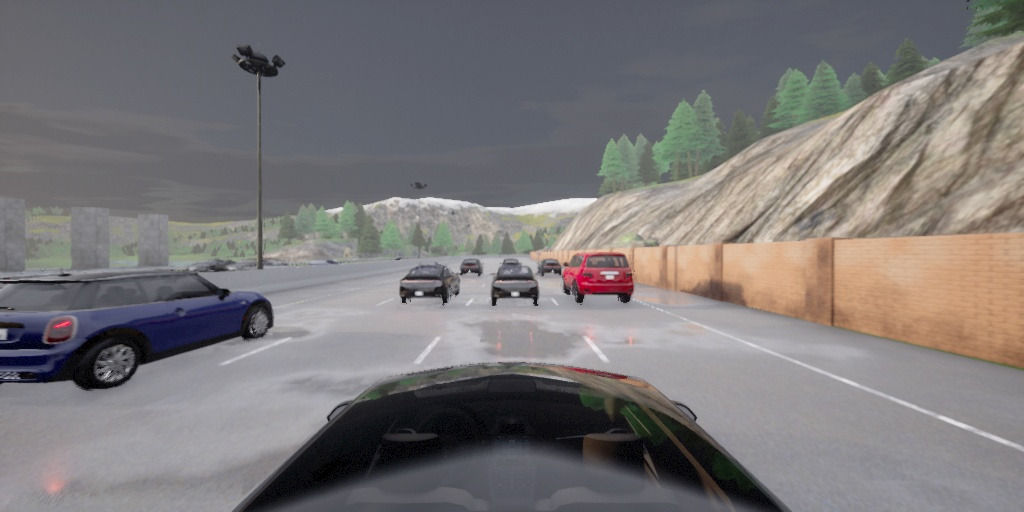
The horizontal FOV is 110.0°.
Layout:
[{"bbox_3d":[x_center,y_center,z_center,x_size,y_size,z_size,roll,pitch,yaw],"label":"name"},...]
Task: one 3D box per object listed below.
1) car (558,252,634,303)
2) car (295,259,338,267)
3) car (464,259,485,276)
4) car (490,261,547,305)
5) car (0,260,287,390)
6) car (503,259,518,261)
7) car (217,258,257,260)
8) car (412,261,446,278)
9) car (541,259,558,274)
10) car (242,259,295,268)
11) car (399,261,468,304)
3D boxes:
[{"bbox_3d":[3.610,0.859,15.928,2.150,2.045,5.566,0,0,0],"label":"car"},{"bbox_3d":[-17.840,1.020,33.641,1.812,1.442,4.674,0,0,-1],"label":"car"},{"bbox_3d":[-3.627,1.010,32.677,1.837,1.490,4.892,0,0,-1],"label":"car"},{"bbox_3d":[0.108,1.134,15.336,2.128,1.511,4.902,0,0,0],"label":"car"},{"bbox_3d":[-6.896,1.058,6.919,2.097,1.767,4.553,0,0,0],"label":"car"},{"bbox_3d":[-0.126,1.010,32.659,1.837,1.490,4.892,0,0,-1],"label":"car"},{"bbox_3d":[-24.850,0.981,34.148,2.128,1.511,4.902,0,0,-1],"label":"car"},{"bbox_3d":[-7.090,1.118,31.038,1.895,1.301,4.718,0,0,-1],"label":"car"},{"bbox_3d":[3.375,1.011,32.663,1.837,1.490,4.892,0,0,-1],"label":"car"},{"bbox_3d":[-21.298,1.110,31.620,1.895,1.301,4.718,0,0,-1],"label":"car"},{"bbox_3d":[-3.392,1.132,15.492,2.128,1.511,4.902,0,0,0],"label":"car"}]
